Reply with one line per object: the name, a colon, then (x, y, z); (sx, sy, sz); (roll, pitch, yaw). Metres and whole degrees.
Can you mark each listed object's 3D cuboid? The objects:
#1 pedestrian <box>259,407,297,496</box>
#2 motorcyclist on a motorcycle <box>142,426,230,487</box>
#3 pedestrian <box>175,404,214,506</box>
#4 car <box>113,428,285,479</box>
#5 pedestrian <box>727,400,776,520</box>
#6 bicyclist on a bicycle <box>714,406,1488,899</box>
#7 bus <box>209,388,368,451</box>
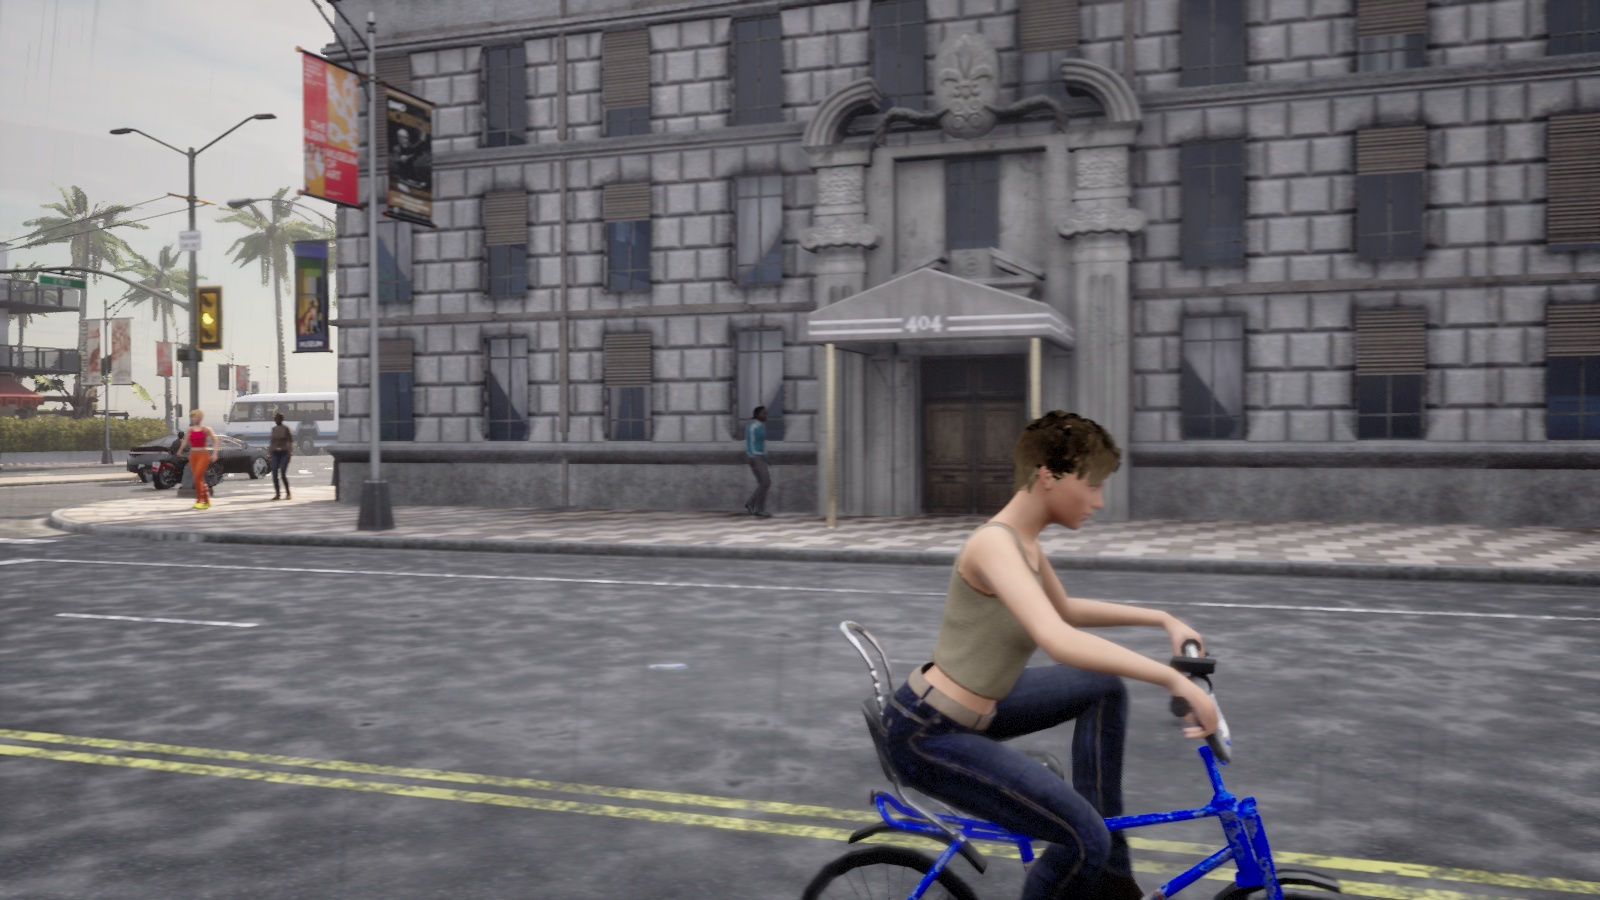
pedestrian: (-10.789, 0.031, 25.983); (0.328, 1.805, 0.869); (0, 1, 8)
motorcyclist on a motorcycle: (-17.124, 0.158, 35.102); (0.766, 1.649, 2.350); (1, 1, 19)
pedestrian: (-11.017, 0.081, 22.853); (0.345, 1.836, 0.594); (0, 1, 10)
car: (-19.097, 0.076, 40.181); (2.128, 1.511, 4.902); (1, 1, 19)
pedestrian: (-0.781, 0.155, 20.379); (0.692, 1.930, 0.396); (1, 1, 22)
bicyclist on a bicycle: (0.666, 0.719, 2.962); (1.509, 1.612, 0.866); (1, 1, 19)
bus: (-35.776, -2.077, 87.899); (10.273, 4.253, 3.944); (0, 1, 19)
